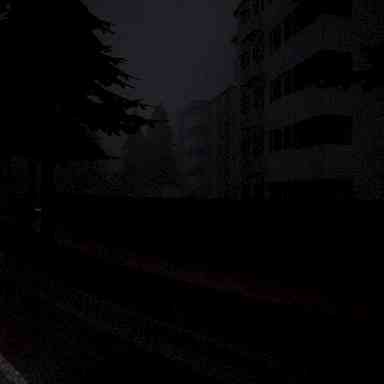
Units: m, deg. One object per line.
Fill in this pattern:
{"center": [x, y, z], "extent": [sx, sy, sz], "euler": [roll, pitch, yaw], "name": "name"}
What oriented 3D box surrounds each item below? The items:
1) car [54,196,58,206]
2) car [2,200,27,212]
{"center": [-19.098, 1.352, 49.146], "extent": [2.097, 1.767, 4.553], "euler": [0, 0, 16], "name": "car"}
{"center": [-20.130, 1.564, 38.794], "extent": [1.994, 1.385, 4.181], "euler": [0, 0, 2], "name": "car"}
